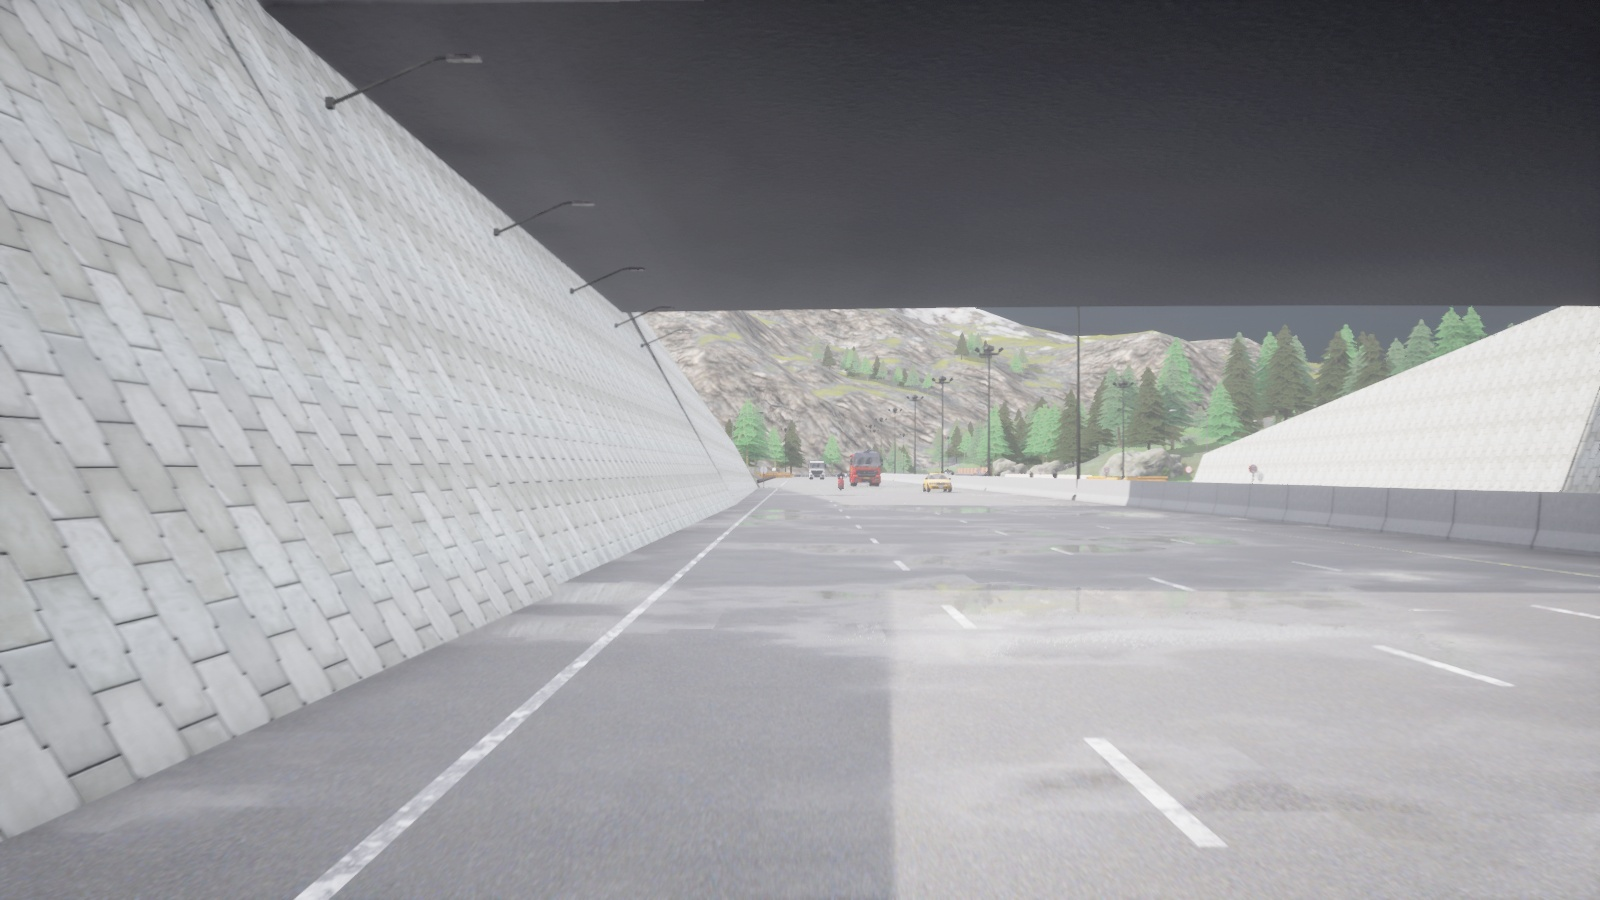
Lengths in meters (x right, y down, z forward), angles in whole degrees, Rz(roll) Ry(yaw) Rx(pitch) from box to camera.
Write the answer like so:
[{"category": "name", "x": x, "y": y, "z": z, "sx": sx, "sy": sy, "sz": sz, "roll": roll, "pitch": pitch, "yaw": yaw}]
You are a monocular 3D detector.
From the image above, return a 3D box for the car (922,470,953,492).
[{"category": "car", "x": 10.333, "y": 2.301, "z": 94.702, "sx": 1.801, "sy": 1.575, "sz": 5.366, "roll": 0, "pitch": -1, "yaw": 0}]
